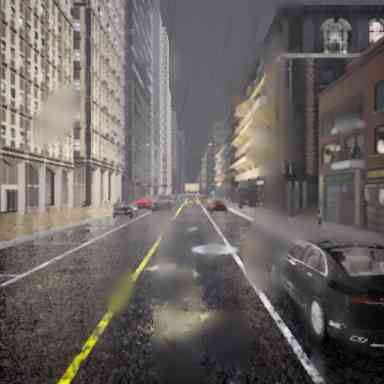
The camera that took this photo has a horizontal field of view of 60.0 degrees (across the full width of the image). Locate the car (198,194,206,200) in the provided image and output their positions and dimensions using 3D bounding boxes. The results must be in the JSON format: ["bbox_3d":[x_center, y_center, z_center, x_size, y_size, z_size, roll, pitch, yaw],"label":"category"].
[{"bbox_3d":[2.695,1.230,91.016,1.967,1.590,4.097,0,0,0],"label":"car"}]

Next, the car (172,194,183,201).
[{"bbox_3d":[-2.997,1.146,76.455,2.128,1.511,4.902,0,0,0],"label":"car"}]

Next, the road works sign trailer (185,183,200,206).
[{"bbox_3d":[0.003,0.328,52.833,2.380,3.560,2.880,0,0,0],"label":"road works sign trailer"}]

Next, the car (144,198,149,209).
[{"bbox_3d":[-5.687,1.438,40.180,1.887,1.381,4.507,0,0,0],"label":"car"}]

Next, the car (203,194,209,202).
[{"bbox_3d":[2.693,1.334,40.179,1.967,1.590,4.097,0,0,0],"label":"car"}]

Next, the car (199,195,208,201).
[{"bbox_3d":[2.695,1.360,79.719,2.008,1.369,4.403,0,0,0],"label":"car"}]

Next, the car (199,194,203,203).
[{"bbox_3d":[2.694,1.367,62.943,1.752,1.417,4.829,0,0,0],"label":"car"}]

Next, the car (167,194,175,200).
[{"bbox_3d":[-5.686,1.315,90.846,1.752,1.417,4.829,0,0,0],"label":"car"}]

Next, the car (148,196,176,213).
[{"bbox_3d":[-3.090,1.469,35.132,1.994,1.385,4.181,0,0,0],"label":"car"}]

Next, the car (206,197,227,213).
[{"bbox_3d":[2.693,1.489,34.531,1.802,1.307,4.206,0,0,0],"label":"car"}]

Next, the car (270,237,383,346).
[{"bbox_3d":[2.692,1.533,6.288,2.008,1.369,4.403,0,0,0],"label":"car"}]

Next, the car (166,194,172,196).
[{"bbox_3d":[-5.687,1.396,68.422,1.947,1.339,4.313,0,0,0],"label":"car"}]

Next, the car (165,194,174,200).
[{"bbox_3d":[-5.686,1.239,85.368,1.967,1.590,4.097,0,0,0],"label":"car"}]

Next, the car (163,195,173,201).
[{"bbox_3d":[-5.686,1.359,79.719,2.008,1.369,4.403,0,0,0],"label":"car"}]

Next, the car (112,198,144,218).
[{"bbox_3d":[-5.687,1.471,28.882,2.008,1.369,4.403,0,0,0],"label":"car"}]
